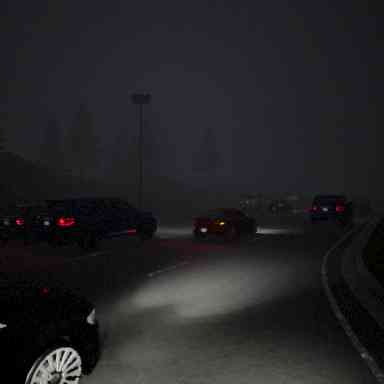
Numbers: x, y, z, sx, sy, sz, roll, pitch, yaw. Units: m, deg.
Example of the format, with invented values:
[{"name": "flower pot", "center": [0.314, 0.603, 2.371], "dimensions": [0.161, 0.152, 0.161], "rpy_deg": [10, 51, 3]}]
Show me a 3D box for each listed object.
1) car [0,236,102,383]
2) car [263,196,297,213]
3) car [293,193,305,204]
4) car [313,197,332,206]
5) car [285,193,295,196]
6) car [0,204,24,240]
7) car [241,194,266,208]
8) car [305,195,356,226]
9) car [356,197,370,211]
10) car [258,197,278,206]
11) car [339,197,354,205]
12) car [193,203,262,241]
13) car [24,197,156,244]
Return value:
[{"name": "car", "center": [-2.903, 1.491, 2.569], "dimensions": [2.128, 1.511, 4.902], "rpy_deg": [0, 0, 31]}, {"name": "car", "center": [9.778, 1.521, 36.664], "dimensions": [1.812, 1.442, 4.674], "rpy_deg": [0, 0, 31]}, {"name": "car", "center": [20.487, 1.470, 60.843], "dimensions": [1.882, 1.535, 5.008], "rpy_deg": [0, 0, 31]}, {"name": "car", "center": [22.696, 1.541, 57.750], "dimensions": [2.033, 1.411, 5.357], "rpy_deg": [0, 0, 31]}, {"name": "car", "center": [20.128, 1.212, 66.960], "dimensions": [2.150, 2.045, 5.566], "rpy_deg": [0, 0, 31]}, {"name": "car", "center": [-6.872, 1.349, 16.190], "dimensions": [2.097, 1.767, 4.553], "rpy_deg": [0, 0, 31]}, {"name": "car", "center": [7.682, 1.216, 39.945], "dimensions": [2.150, 2.045, 5.566], "rpy_deg": [0, 0, 31]}, {"name": "car", "center": [9.932, 1.219, 23.516], "dimensions": [2.150, 2.045, 5.566], "rpy_deg": [0, 0, 31]}, {"name": "car", "center": [20.804, 1.347, 41.263], "dimensions": [2.097, 1.767, 4.553], "rpy_deg": [0, 0, 31]}, {"name": "car", "center": [12.528, 1.556, 54.553], "dimensions": [1.994, 1.385, 4.181], "rpy_deg": [0, 0, 31]}, {"name": "car", "center": [27.107, 1.594, 58.250], "dimensions": [1.895, 1.301, 4.718], "rpy_deg": [0, 0, 31]}, {"name": "car", "center": [1.736, 1.523, 16.840], "dimensions": [1.812, 1.442, 4.674], "rpy_deg": [0, 0, 31]}, {"name": "car", "center": [-3.871, 1.220, 14.387], "dimensions": [2.150, 2.045, 5.566], "rpy_deg": [0, 0, 31]}]
